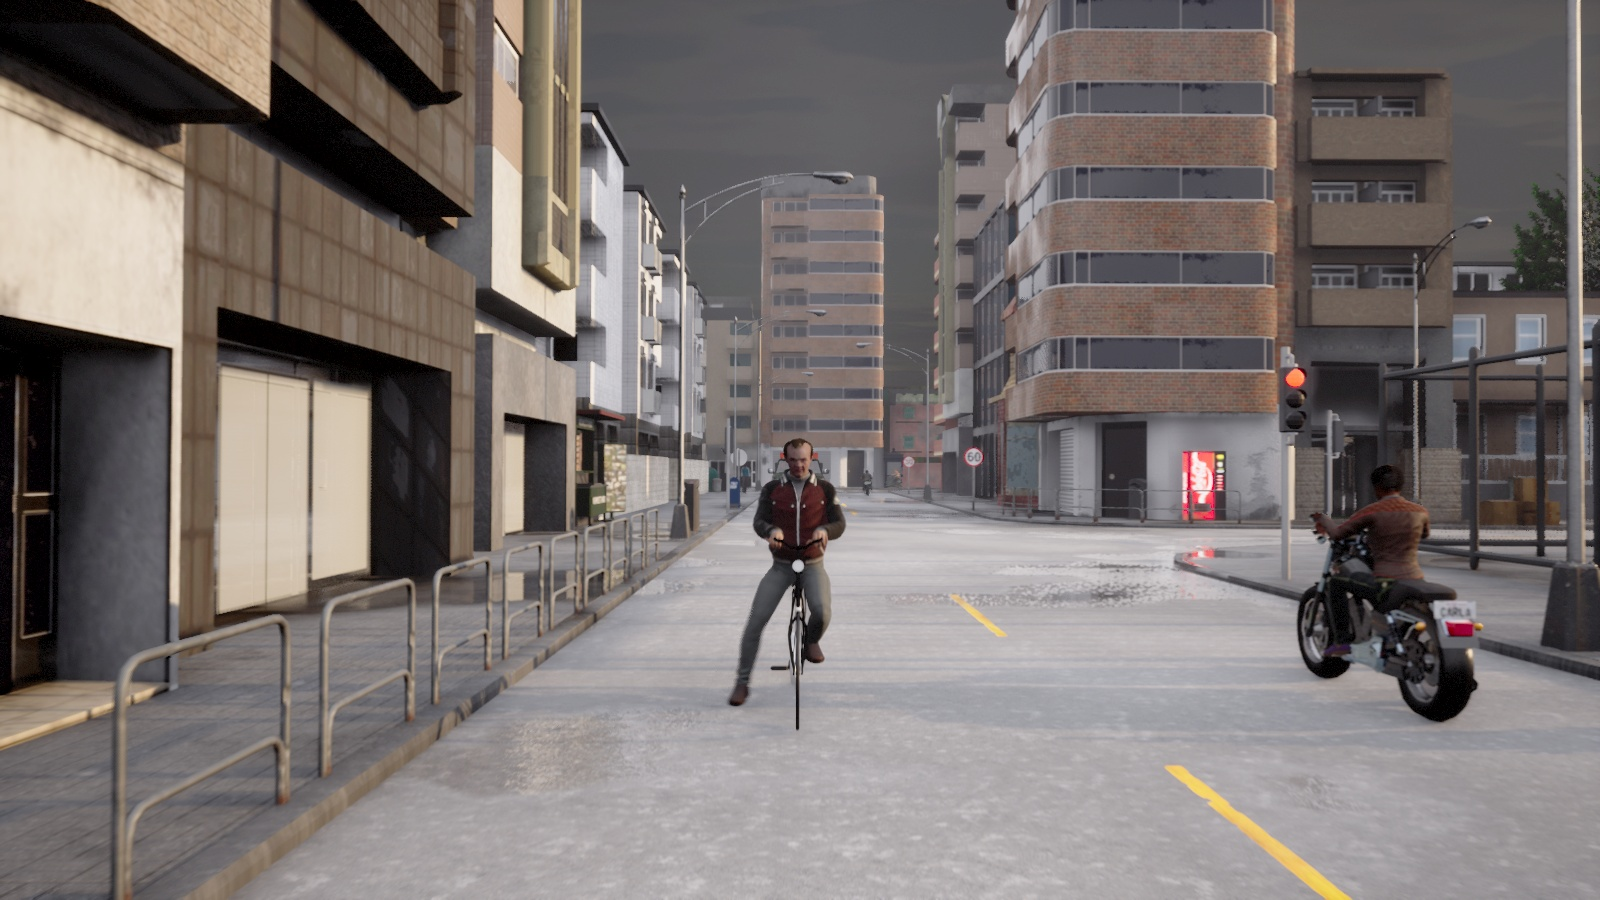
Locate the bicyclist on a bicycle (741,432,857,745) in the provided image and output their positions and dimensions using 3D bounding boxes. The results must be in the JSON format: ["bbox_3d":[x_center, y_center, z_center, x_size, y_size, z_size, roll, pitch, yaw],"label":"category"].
[{"bbox_3d":[-0.006,0.806,8.085,0.659,1.776,1.843,0,-1,0],"label":"bicyclist on a bicycle"}]

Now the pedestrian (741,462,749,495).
[{"bbox_3d":[-3.178,1.640,72.758,0.396,1.930,0.692,0,-1,-1],"label":"pedestrian"}]

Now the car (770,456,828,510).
[{"bbox_3d":[-0.063,1.294,50.010,2.150,2.045,5.566,0,-1,-1],"label":"car"}]

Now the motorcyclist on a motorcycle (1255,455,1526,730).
[{"bbox_3d":[3.989,0.880,8.756,0.766,1.649,2.350,0,-1,0],"label":"motorcyclist on a motorcycle"}]
